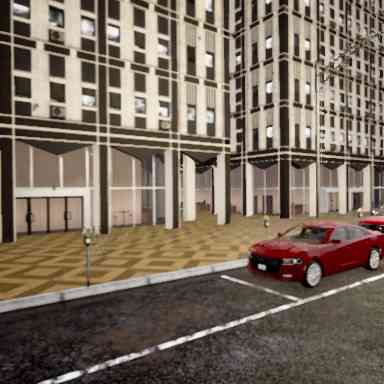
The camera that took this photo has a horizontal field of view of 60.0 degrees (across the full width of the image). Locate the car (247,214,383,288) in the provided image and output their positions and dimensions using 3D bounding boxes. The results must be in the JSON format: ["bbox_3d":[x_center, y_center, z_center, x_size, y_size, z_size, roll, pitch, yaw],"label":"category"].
[{"bbox_3d":[3.461,1.479,9.032,4.507,1.381,1.887,-1,0,-35],"label":"car"}]

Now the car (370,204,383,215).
[{"bbox_3d":[8.099,1.200,12.341,5.009,1.841,2.192,-1,0,-36],"label":"car"}]
